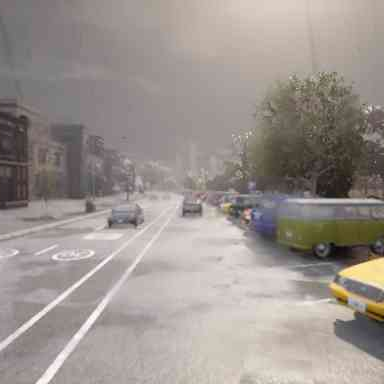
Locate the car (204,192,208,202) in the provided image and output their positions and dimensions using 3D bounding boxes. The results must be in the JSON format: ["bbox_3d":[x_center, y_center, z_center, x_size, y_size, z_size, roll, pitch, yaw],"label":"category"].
[{"bbox_3d":[4.955,1.214,50.749,5.008,1.535,2.097,1,0,-22],"label":"car"}]

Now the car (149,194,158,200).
[{"bbox_3d":[-8.186,1.038,71.511,2.033,1.411,5.357,0,1,-3],"label":"car"}]

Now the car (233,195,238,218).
[{"bbox_3d":[5.288,1.302,21.071,4.553,1.767,2.185,1,1,-20],"label":"car"}]

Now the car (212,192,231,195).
[{"bbox_3d":[5.162,1.194,38.855,4.553,1.767,2.185,1,0,-21],"label":"car"}]

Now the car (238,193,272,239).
[{"bbox_3d":[5.301,1.199,15.152,5.566,2.045,2.435,1,0,-20],"label":"car"}]

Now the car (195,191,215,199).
[{"bbox_3d":[3.319,0.742,83.333,4.553,1.767,2.185,0,0,-24],"label":"car"}]

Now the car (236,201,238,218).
[{"bbox_3d":[5.272,1.439,18.097,5.008,1.535,2.097,1,1,-20],"label":"car"}]

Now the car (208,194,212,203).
[{"bbox_3d":[5.100,1.310,44.806,4.674,1.452,2.002,1,1,-21],"label":"car"}]

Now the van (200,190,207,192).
[{"bbox_3d":[4.302,0.825,65.500,4.442,1.987,1.878,0,1,-23],"label":"van"}]

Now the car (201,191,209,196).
[{"bbox_3d":[4.538,1.125,62.584,4.674,1.452,2.002,0,0,-23],"label":"car"}]

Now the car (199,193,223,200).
[{"bbox_3d":[4.103,1.026,71.484,4.674,1.452,2.002,0,1,-23],"label":"car"}]

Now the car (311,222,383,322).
[{"bbox_3d":[5.121,1.467,6.183,5.366,1.575,1.946,1,0,-20],"label":"car"}]

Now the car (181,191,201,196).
[{"bbox_3d":[-0.205,1.128,45.925,2.097,1.767,4.553,0,1,-1],"label":"car"}]

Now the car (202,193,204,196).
[{"bbox_3d":[4.765,1.192,56.687,4.674,1.452,2.002,1,0,-22],"label":"car"}]

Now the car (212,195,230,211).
[{"bbox_3d":[5.062,1.358,32.855,5.366,1.575,1.946,1,1,-20],"label":"car"}]

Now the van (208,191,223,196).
[{"bbox_3d":[5.146,1.018,47.823,4.442,1.987,1.878,1,0,-22],"label":"van"}]

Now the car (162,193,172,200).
[{"bbox_3d":[-5.391,1.016,71.685,1.812,1.442,4.674,0,1,-3],"label":"car"}]

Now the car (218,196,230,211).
[{"bbox_3d":[5.419,1.381,30.015,5.366,1.575,1.946,1,0,-20],"label":"car"}]

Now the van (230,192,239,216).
[{"bbox_3d":[5.361,1.189,24.069,4.442,1.987,1.878,1,0,-20],"label":"van"}]

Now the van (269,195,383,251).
[{"bbox_3d":[5.383,1.234,12.226,4.442,1.987,1.878,1,0,-20],"label":"van"}]

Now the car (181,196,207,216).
[{"bbox_3d":[0.034,1.383,30.801,2.128,1.511,4.902,0,0,0],"label":"car"}]

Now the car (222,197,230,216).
[{"bbox_3d":[5.274,1.428,27.000,4.792,1.488,2.163,1,0,-20],"label":"car"}]

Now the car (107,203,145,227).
[{"bbox_3d":[-4.283,1.464,22.211,1.812,1.442,4.674,0,0,0],"label":"car"}]

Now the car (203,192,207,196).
[{"bbox_3d":[5.048,1.183,53.787,5.366,1.575,1.946,1,0,-22],"label":"car"}]
